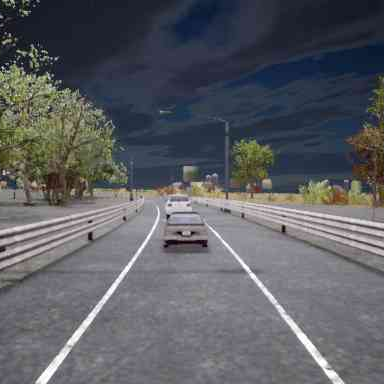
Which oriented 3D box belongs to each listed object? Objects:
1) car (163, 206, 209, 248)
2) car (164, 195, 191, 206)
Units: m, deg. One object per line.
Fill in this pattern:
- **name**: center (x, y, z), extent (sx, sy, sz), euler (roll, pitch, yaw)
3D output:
- **car**: center (-0.315, 1.558, 14.755), extent (2.033, 1.411, 5.357), euler (0, 0, -2)
- **car**: center (-1.255, 1.242, 29.827), extent (2.150, 2.045, 5.566), euler (0, 0, -5)
